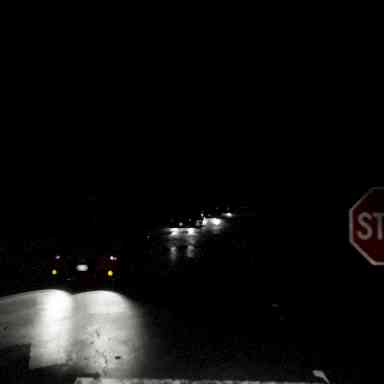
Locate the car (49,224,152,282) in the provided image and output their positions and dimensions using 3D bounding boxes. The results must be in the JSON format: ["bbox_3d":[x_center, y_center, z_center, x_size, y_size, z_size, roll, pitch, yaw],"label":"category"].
[{"bbox_3d":[-2.514,1.687,10.094,1.994,1.385,4.181,0,-1,5],"label":"car"}]

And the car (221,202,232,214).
[{"bbox_3d":[4.923,2.340,50.686,2.097,1.767,4.553,0,-1,11],"label":"car"}]

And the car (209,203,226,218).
[{"bbox_3d":[2.382,2.308,38.819,1.895,1.301,4.718,0,-1,13],"label":"car"}]

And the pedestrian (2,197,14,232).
[{"bbox_3d":[-9.750,1.184,17.543,0.375,1.860,0.375,0,-4,3],"label":"pedestrian"}]

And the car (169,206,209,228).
[{"bbox_3d":[-0.291,1.968,26.413,2.033,1.411,5.357,0,-1,11],"label":"car"}]

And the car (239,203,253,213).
[{"bbox_3d":[8.337,2.514,51.643,1.837,1.490,4.892,0,-1,11],"label":"car"}]
